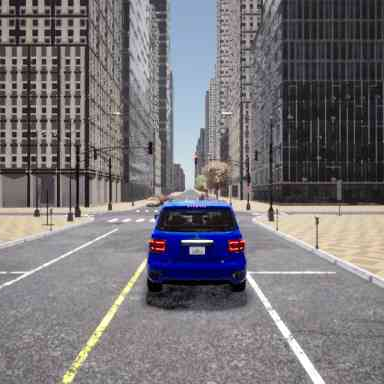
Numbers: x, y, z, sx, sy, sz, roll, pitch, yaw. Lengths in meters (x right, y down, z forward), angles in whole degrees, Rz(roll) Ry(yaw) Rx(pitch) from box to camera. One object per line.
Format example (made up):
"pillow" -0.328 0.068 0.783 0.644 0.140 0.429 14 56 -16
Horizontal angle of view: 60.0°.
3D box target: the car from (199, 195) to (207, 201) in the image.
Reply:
"car" 2.716 1.419 84.291 1.887 1.381 4.507 0 0 0

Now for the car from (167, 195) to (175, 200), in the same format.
"car" -5.663 1.407 89.974 2.008 1.369 4.403 0 0 0

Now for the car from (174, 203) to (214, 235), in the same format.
"car" 0.101 1.485 19.800 2.128 1.511 4.902 0 0 0

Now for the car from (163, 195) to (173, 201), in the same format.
"car" -5.666 1.435 78.623 1.887 1.381 4.507 0 0 0

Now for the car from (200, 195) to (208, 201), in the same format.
"car" 2.715 1.415 78.786 1.752 1.417 4.829 0 0 0

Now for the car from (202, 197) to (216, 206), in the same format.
"car" 2.807 1.497 55.919 2.008 1.369 4.403 0 0 0

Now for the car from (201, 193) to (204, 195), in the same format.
"car" 2.714 1.221 72.941 2.192 1.841 5.009 0 0 0

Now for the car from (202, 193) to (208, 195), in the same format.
"car" 2.837 1.398 50.240 1.967 1.590 4.097 0 0 0

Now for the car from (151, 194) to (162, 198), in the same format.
"car" -5.803 1.483 50.073 1.752 1.417 4.829 0 0 0

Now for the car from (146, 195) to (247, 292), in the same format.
"car" 0.101 1.220 9.071 2.150 2.045 5.566 0 0 0

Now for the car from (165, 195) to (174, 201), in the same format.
"car" -5.665 1.425 84.299 2.008 1.369 4.403 0 0 0
